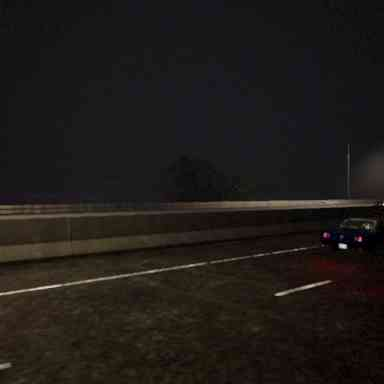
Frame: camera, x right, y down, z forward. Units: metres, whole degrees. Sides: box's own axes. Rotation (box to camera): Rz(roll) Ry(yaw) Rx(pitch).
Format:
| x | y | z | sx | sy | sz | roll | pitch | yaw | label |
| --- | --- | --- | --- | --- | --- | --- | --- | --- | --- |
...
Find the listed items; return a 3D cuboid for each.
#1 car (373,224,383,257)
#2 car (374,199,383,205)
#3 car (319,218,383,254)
| x | y | z | sx | sy | sz | roll | pitch | yaw | label |
| --- | --- | --- | --- | --- | --- | --- | --- | --- | --- |
| 7.432 | 1.608 | 9.117 | 5.357 | 1.411 | 2.033 | 0 | 0 | -35 | car |
| 29.906 | 1.771 | 51.065 | 4.892 | 1.490 | 1.837 | 0 | 0 | -35 | car |
| 7.268 | 1.673 | 13.276 | 4.718 | 1.301 | 1.895 | 0 | 0 | -35 | car |
